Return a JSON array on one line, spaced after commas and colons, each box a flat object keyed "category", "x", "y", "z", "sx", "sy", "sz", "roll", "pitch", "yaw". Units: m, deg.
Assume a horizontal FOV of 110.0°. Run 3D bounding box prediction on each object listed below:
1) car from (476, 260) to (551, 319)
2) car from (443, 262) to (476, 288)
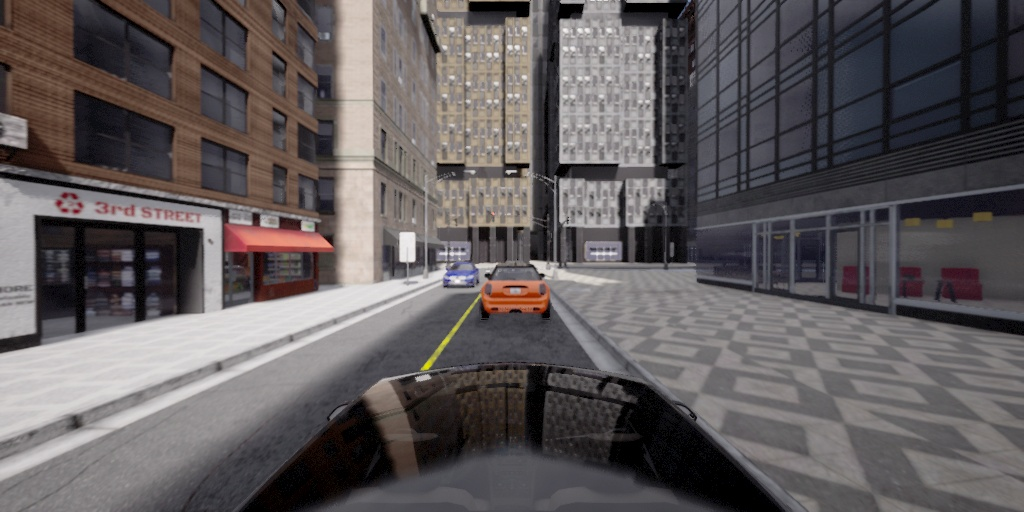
[{"category": "car", "x": 0.099, "y": 1.006, "z": 12.420, "sx": 2.097, "sy": 1.767, "sz": 4.553, "roll": 0, "pitch": 0, "yaw": 0}, {"category": "car", "x": -3.002, "y": 1.122, "z": 22.075, "sx": 1.812, "sy": 1.442, "sz": 4.674, "roll": 0, "pitch": 1, "yaw": 0}]
